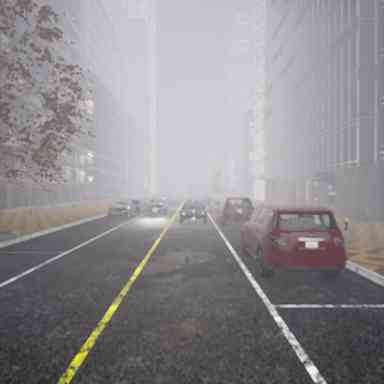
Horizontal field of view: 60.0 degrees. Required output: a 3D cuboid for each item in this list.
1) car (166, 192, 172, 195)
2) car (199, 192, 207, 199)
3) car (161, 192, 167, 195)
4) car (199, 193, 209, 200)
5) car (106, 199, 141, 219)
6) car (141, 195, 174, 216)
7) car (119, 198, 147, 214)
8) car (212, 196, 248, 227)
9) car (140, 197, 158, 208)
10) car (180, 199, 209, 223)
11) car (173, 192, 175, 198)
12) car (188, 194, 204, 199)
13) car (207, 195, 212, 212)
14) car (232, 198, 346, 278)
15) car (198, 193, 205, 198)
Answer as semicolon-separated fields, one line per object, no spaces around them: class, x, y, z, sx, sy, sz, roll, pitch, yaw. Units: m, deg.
car;-5.685;1.117;66.811;1.887;1.381;4.507;0;0;0
car;2.697;0.894;83.872;1.967;1.590;4.097;0;0;0
car;-5.686;1.200;55.427;2.008;1.369;4.403;0;0;0
car;2.695;1.177;61.107;1.947;1.339;4.313;0;0;0
car;-5.686;1.387;26.966;2.008;1.369;4.403;0;0;0
car;-3.097;1.306;30.333;2.128;1.511;4.902;0;0;0
car;-5.687;1.366;32.659;1.947;1.339;4.313;0;0;0
car;2.695;1.187;21.261;2.192;1.841;5.009;0;0;0
car;-5.686;1.308;44.042;1.802;1.307;4.206;0;0;0
car;0.100;1.453;24.333;1.895;1.301;4.718;0;0;0
car;-5.685;1.075;78.196;1.802;1.307;4.206;0;0;0
car;0.101;1.310;40.930;1.994;1.385;4.181;0;0;0
car;2.694;1.325;32.815;1.752;1.417;4.829;0;0;0
car;2.695;1.256;9.876;2.192;1.841;5.009;0;0;0
car;2.696;0.954;95.257;1.802;1.307;4.206;0;0;0
